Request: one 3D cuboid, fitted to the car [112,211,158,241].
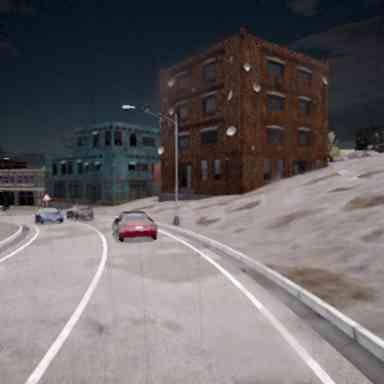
[{"bbox_3d":[-3.148,1.710,17.805,1.994,1.385,4.181,-1,-1,-18],"label":"car"}]

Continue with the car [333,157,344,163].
[{"bbox_3d":[29.056,-5.835,63.138,2.002,1.452,4.674,0,1,6],"label":"car"}]

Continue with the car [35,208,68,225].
[{"bbox_3d":[-12.981,2.145,30.148,1.812,1.442,4.674,-1,-1,-34],"label":"car"}]

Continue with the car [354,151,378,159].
[{"bbox_3d":[27.970,-5.603,52.154,2.231,1.521,4.892,0,1,6],"label":"car"}]

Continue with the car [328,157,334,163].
[{"bbox_3d":[29.594,-6.253,68.591,2.435,2.045,5.566,0,1,6],"label":"car"}]

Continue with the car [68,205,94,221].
[{"bbox_3d":[-11.904,2.142,35.016,2.128,1.511,4.902,-2,-1,-36],"label":"car"}]

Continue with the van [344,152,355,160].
[{"bbox_3d":[28.500,-5.965,57.518,1.878,1.987,4.442,0,1,6],"label":"van"}]
